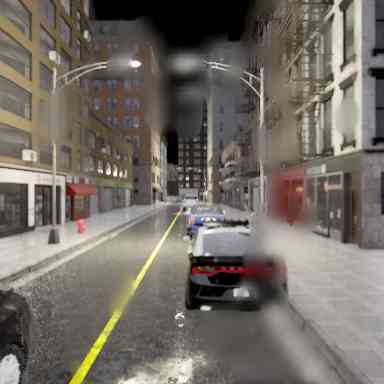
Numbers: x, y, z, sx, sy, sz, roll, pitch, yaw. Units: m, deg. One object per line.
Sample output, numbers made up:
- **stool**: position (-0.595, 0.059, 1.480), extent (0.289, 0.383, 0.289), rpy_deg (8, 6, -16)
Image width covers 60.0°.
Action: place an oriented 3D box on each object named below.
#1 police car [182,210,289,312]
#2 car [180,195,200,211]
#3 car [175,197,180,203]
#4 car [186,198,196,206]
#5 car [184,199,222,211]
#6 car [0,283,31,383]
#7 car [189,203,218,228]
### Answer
- **police car**: position (0.803, 1.465, 8.052), extent (1.930, 1.638, 5.238), rpy_deg (0, 0, 0)
- **car**: position (-0.093, 1.444, 45.738), extent (2.150, 2.045, 5.566), rpy_deg (0, 0, 0)
- **car**: position (-2.976, 1.919, 79.931), extent (1.837, 1.490, 4.892), rpy_deg (0, 0, 0)
- **car**: position (-0.171, 1.824, 60.536), extent (1.812, 1.442, 4.674), rpy_deg (0, 0, 0)
- **car**: position (0.775, 1.438, 17.912), extent (2.097, 1.767, 4.553), rpy_deg (0, 0, 0)
- **car**: position (-2.754, 1.515, 1.926), extent (1.837, 1.490, 4.892), rpy_deg (0, 0, 0)
- **car**: position (0.758, 1.594, 23.941), extent (1.882, 1.535, 5.008), rpy_deg (0, 0, 0)
